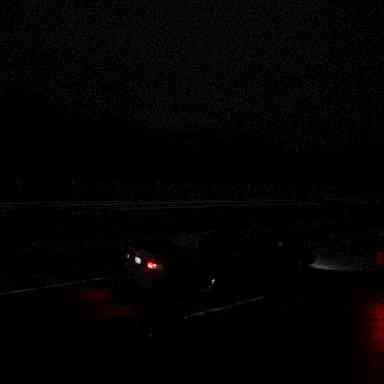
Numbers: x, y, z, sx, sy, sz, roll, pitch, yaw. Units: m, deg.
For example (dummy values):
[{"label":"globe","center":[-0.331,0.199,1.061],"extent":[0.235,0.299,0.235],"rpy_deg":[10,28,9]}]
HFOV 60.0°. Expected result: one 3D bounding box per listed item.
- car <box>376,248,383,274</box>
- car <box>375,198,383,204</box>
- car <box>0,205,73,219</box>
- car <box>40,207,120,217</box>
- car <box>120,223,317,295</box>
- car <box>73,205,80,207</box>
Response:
[{"label":"car","center":[6.800,1.597,8.547],"extent":[4.718,1.301,1.895],"rpy_deg":[0,0,-35]},{"label":"car","center":[25.357,1.343,42.483],"extent":[4.553,1.767,2.097],"rpy_deg":[0,0,-33]},{"label":"car","center":[-9.559,1.503,18.654],"extent":[4.892,1.490,1.837],"rpy_deg":[0,0,-35]},{"label":"car","center":[-5.139,1.597,17.504],"extent":[4.718,1.301,1.895],"rpy_deg":[0,0,-35]},{"label":"car","center":[0.900,1.545,8.687],"extent":[5.357,1.411,2.033],"rpy_deg":[0,0,-34]},{"label":"car","center":[-9.023,1.596,23.331],"extent":[4.718,1.301,1.895],"rpy_deg":[0,0,-35]}]
